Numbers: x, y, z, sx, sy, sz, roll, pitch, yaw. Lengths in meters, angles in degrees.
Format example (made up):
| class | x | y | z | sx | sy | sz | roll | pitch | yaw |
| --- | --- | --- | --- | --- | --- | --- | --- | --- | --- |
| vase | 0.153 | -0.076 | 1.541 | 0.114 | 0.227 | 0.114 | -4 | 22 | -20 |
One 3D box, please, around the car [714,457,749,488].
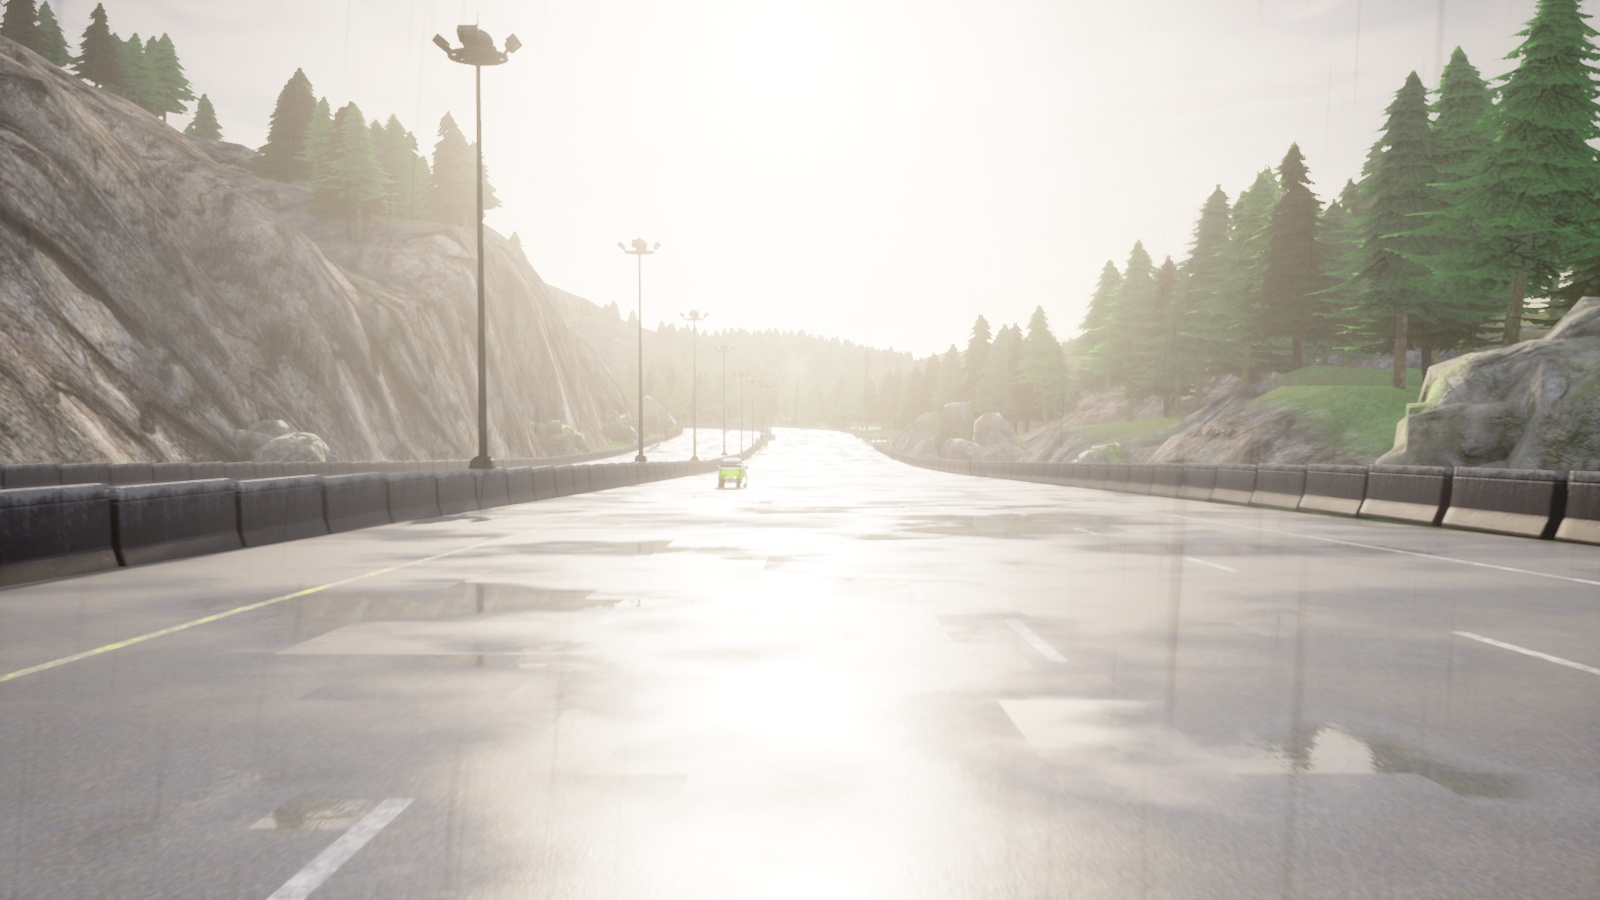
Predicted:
| class | x | y | z | sx | sy | sz | roll | pitch | yaw |
| --- | --- | --- | --- | --- | --- | --- | --- | --- | --- |
| car | -3.155 | 1.041 | 58.255 | 1.481 | 1.376 | 2.207 | 0 | 0 | 0 |
